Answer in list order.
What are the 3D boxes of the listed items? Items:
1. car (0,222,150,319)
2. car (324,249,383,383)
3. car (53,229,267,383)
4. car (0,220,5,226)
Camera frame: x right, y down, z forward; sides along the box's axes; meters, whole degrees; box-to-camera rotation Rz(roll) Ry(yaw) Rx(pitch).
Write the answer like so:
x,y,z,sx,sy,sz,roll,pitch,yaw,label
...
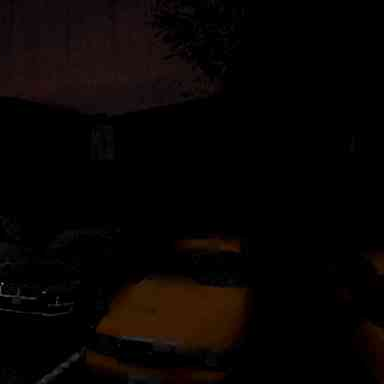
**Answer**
x,y,z,sx,sy,sz,roll,pitch,yaw,label
-2.107,1.486,7.599,2.231,1.521,4.892,1,-1,16,car
2.726,1.481,3.929,1.946,1.575,5.366,1,-1,15,car
0.282,1.480,5.670,1.946,1.575,5.366,1,-1,16,car
-9.430,1.523,12.832,2.002,1.452,4.674,1,-1,16,car
